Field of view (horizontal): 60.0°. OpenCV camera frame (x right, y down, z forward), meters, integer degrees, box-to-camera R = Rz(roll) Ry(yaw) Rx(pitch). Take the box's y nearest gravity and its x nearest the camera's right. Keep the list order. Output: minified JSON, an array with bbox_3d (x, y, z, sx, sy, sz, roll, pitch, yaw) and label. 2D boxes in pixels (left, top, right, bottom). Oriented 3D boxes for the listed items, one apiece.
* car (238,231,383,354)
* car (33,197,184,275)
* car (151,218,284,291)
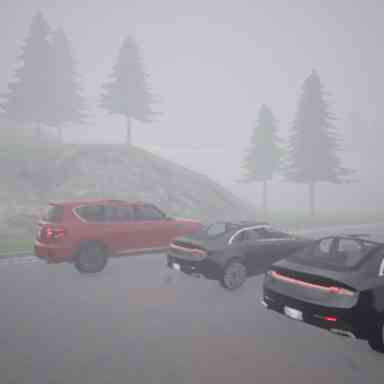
[{"bbox_3d":[3.433,1.547,6.199,4.902,1.511,2.128,0,0,-36],"label":"car"},{"bbox_3d":[-2.093,1.261,10.852,5.566,2.045,2.150,0,0,-36],"label":"car"},{"bbox_3d":[1.607,1.549,9.196,4.902,1.511,2.128,0,0,-36],"label":"car"}]
